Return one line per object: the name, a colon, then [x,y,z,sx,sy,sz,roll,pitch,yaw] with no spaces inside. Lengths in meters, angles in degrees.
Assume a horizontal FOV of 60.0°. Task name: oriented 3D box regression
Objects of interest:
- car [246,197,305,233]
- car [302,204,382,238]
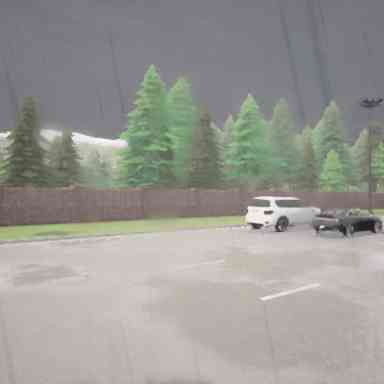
car: [5.835,1.330,20.792,5.566,2.045,2.150,0,0,-35]
car: [8.679,1.606,18.523,4.902,1.511,2.128,0,0,-35]
